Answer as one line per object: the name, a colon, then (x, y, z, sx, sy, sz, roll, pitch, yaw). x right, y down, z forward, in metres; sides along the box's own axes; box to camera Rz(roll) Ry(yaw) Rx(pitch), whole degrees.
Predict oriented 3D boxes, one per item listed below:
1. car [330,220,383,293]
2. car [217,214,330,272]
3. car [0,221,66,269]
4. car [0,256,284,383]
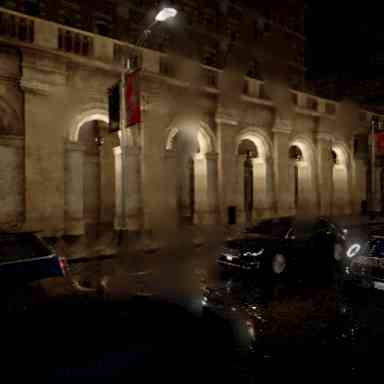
car: (5.692, 1.333, 8.101, 4.553, 1.767, 2.097, 0, 0, -36)
car: (2.983, 1.502, 10.458, 4.892, 1.490, 1.837, -1, 0, -36)
car: (-4.323, 1.388, 5.192, 4.553, 1.767, 2.097, 0, 0, -36)
car: (-1.297, 1.579, 3.059, 4.181, 1.385, 1.994, 0, 0, -36)
